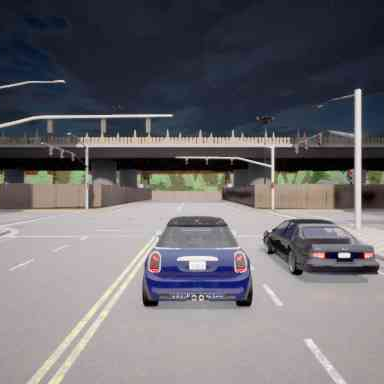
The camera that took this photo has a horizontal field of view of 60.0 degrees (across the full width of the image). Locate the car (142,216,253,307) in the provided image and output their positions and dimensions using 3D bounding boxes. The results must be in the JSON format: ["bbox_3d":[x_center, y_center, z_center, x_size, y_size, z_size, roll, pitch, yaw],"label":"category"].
[{"bbox_3d":[0.104,1.352,8.159,2.097,1.767,4.553,0,0,0],"label":"car"}]

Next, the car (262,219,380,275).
[{"bbox_3d":[3.605,1.547,10.378,2.033,1.411,5.357,0,0,0],"label":"car"}]
